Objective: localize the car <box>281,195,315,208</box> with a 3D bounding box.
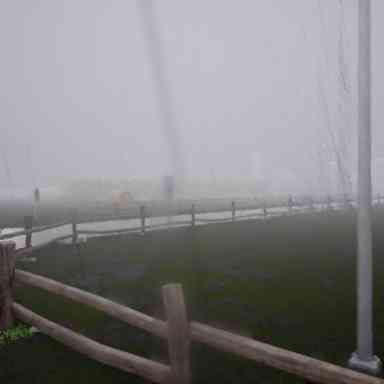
[{"bbox_3d":[12.560,1.073,39.149,5.357,1.411,2.033,-1,1,-44],"label":"car"}]
